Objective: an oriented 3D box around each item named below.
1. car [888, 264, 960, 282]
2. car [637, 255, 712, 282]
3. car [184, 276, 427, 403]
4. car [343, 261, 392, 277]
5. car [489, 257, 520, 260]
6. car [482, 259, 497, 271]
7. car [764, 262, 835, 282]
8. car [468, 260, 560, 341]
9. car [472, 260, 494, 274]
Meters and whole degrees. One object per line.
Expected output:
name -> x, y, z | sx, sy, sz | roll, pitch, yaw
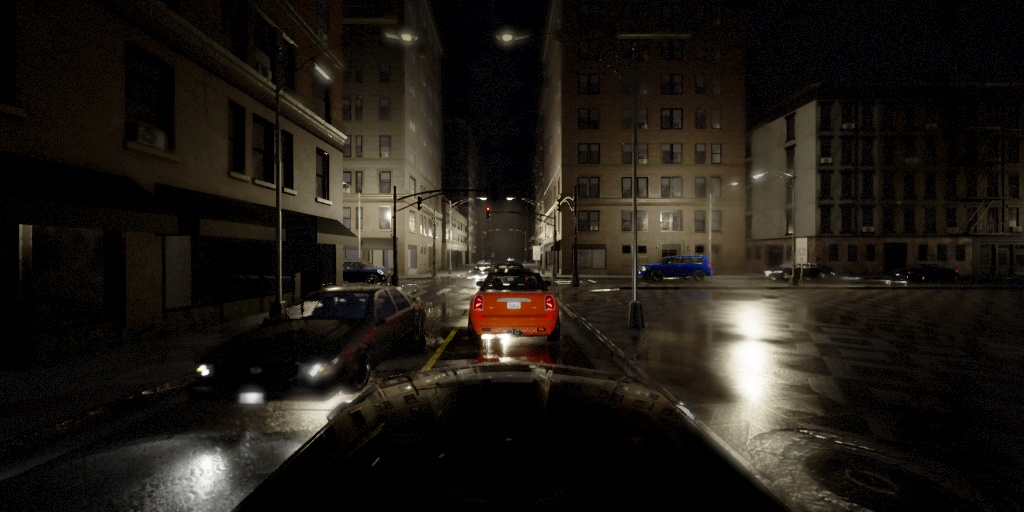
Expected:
car -> 33.034, 1.320, 28.851 | 4.181, 1.385, 1.994 | 0, 0, 0
car -> 12.957, 0.975, 28.663 | 5.566, 2.045, 2.150 | 0, 0, -1
car -> -3.061, 1.297, 6.907 | 2.033, 1.411, 5.357 | 0, 0, 0
car -> -10.845, 1.101, 25.214 | 4.553, 1.767, 2.097 | 0, 0, -1
car -> -0.185, 1.101, 18.901 | 2.097, 1.767, 4.553 | 0, 0, -3
car -> -3.247, 1.252, 51.542 | 1.837, 1.490, 4.892 | 0, 0, 0
car -> 22.979, 1.247, 28.767 | 4.902, 1.511, 2.128 | 0, 0, -1
car -> 0.046, 1.102, 9.980 | 2.097, 1.767, 4.553 | 0, 0, 0
car -> -3.229, 1.239, 41.295 | 2.128, 1.511, 4.902 | 0, 0, 0
